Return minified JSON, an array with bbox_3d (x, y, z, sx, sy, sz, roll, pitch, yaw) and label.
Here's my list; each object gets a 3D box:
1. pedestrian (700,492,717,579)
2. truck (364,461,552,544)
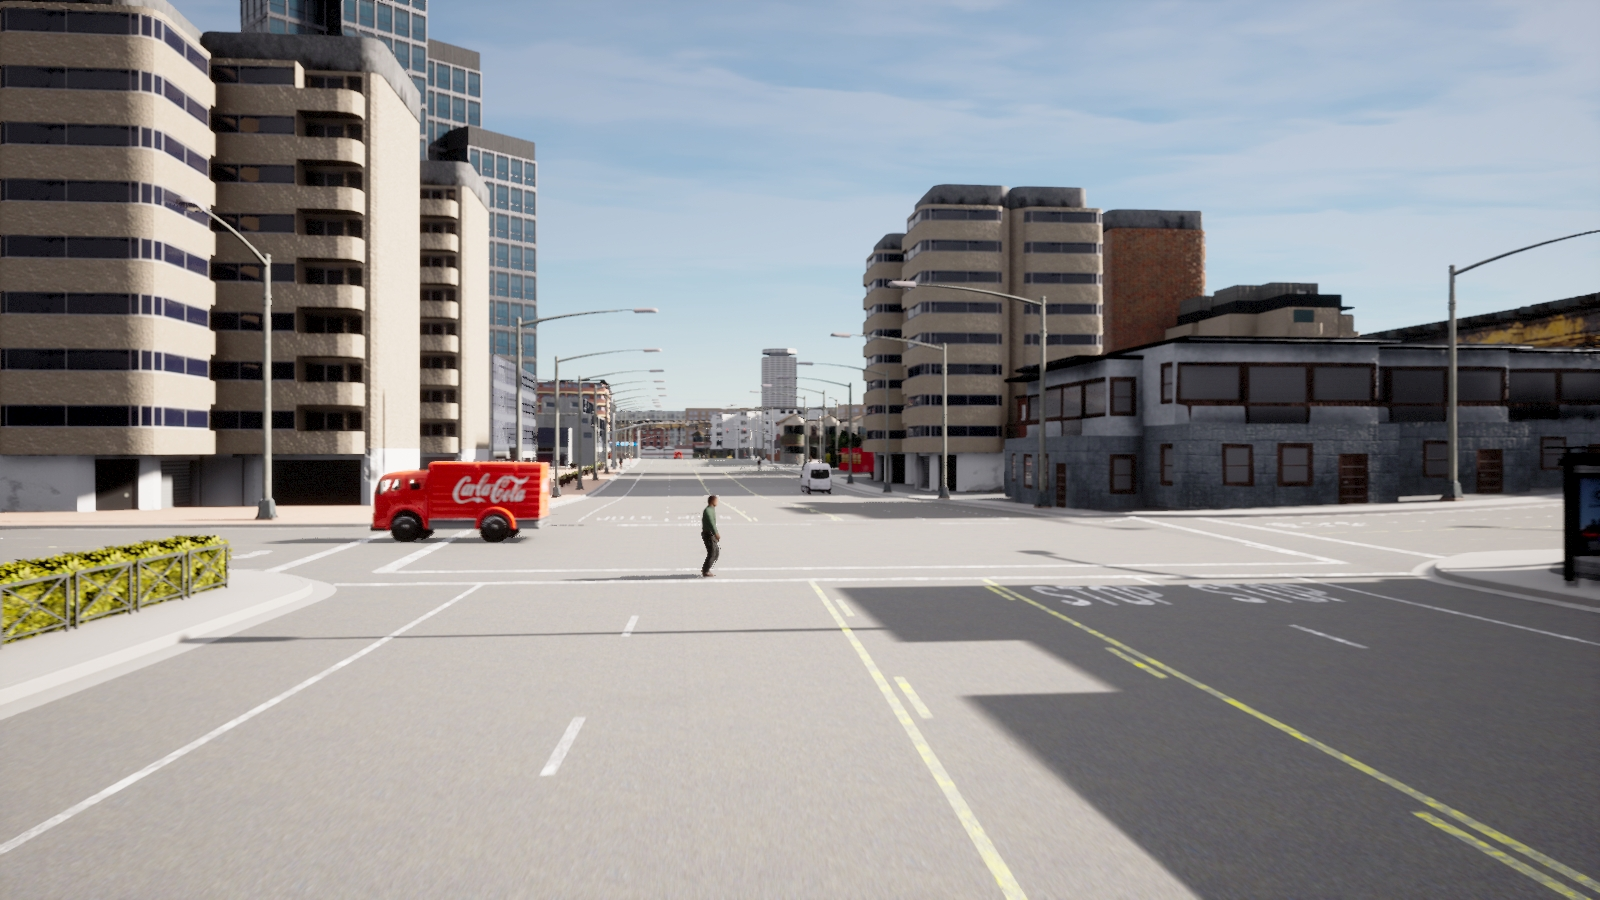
[{"bbox_3d":[-1.997,1.852,24.905,0.375,1.860,0.375,0,0,-5],"label":"pedestrian"},{"bbox_3d":[-10.554,1.590,35.675,5.204,2.467,2.627,0,0,-5],"label":"truck"}]
